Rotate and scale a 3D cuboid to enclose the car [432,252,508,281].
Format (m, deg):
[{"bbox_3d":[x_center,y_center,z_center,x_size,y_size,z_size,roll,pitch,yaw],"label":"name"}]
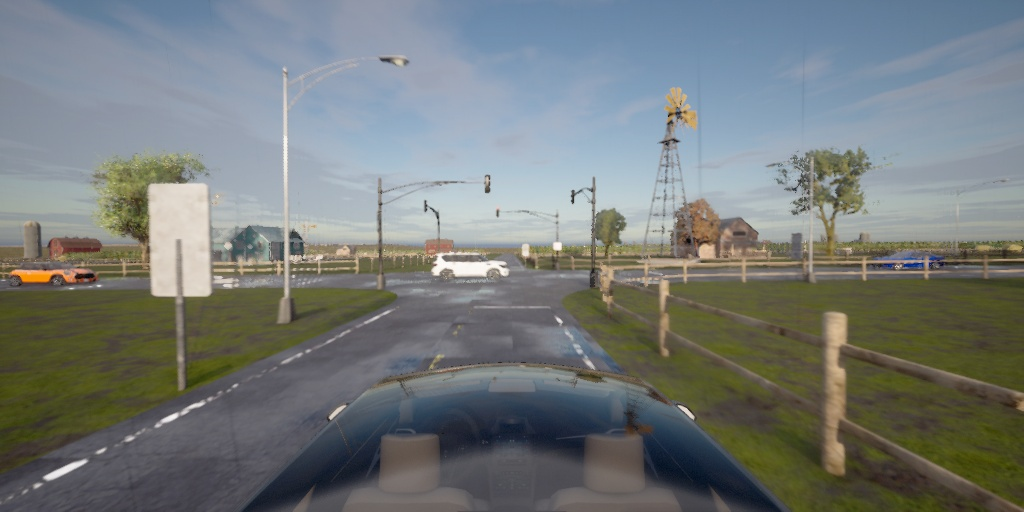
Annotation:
[{"bbox_3d":[-3.035,0.755,26.246,5.566,2.045,2.150,-1,2,0],"label":"car"}]

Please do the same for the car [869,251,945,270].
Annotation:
[{"bbox_3d":[32.853,0.360,29.910,5.008,1.535,1.882,-1,2,0],"label":"car"}]

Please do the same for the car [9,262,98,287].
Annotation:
[{"bbox_3d":[-33.352,1.235,26.186,4.553,1.767,2.097,-1,2,0],"label":"car"}]
